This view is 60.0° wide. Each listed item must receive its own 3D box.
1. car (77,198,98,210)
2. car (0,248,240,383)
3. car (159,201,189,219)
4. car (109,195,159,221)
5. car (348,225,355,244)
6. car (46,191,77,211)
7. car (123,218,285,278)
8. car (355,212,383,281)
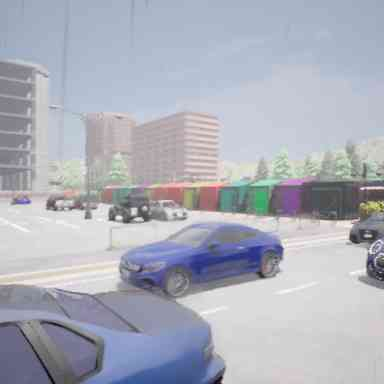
[{"bbox_3d":[-12.503,1.366,38.993,1.784,1.438,3.905,0,0,-37],"label":"car"},{"bbox_3d":[-2.222,1.547,2.409,5.357,1.411,2.033,0,0,-36],"label":"car"},{"bbox_3d":[-1.982,1.398,25.050,1.970,1.475,3.806,0,0,-37],"label":"car"},{"bbox_3d":[-4.302,1.158,23.317,1.905,1.878,3.866,0,0,-37],"label":"car"},{"bbox_3d":[8.663,1.568,14.424,4.181,1.385,1.994,0,0,-35],"label":"car"},{"bbox_3d":[-14.856,1.155,37.302,1.932,1.855,4.605,0,0,-37],"label":"car"},{"bbox_3d":[0.454,1.527,8.603,4.674,1.442,1.812,0,0,-35],"label":"car"},{"bbox_3d":[6.504,1.354,8.619,4.553,1.767,2.097,0,0,-36],"label":"car"}]
